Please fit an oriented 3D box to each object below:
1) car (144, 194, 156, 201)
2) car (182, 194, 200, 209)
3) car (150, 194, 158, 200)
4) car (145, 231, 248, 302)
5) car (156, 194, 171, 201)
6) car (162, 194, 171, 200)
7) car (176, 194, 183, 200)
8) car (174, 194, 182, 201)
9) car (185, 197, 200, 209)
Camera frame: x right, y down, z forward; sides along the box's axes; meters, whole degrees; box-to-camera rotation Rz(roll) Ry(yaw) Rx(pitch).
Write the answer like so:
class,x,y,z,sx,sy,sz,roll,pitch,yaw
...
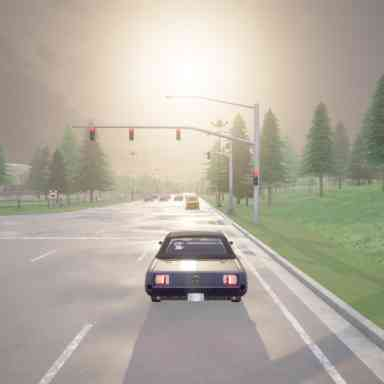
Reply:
class,x,y,z,sx,sy,sz,roll,pitch,yaw
car,-10.357,1.531,80.497,2.033,1.411,5.357,0,0,0
car,-0.024,1.076,46.415,1.882,1.535,5.008,-3,17,-2
car,-10.338,1.332,90.917,1.837,1.490,4.892,0,0,0
car,0.094,1.601,8.191,1.895,1.301,4.718,0,0,0
car,-6.857,1.531,80.491,2.033,1.411,5.357,0,0,0
car,-6.838,1.372,90.911,2.033,1.411,5.357,0,0,0
car,-3.338,1.357,90.904,1.812,1.442,4.674,0,0,0
car,-3.356,1.545,80.901,1.994,1.385,4.181,0,0,0
car,0.069,1.576,49.859,2.033,1.411,5.357,-1,1,0
